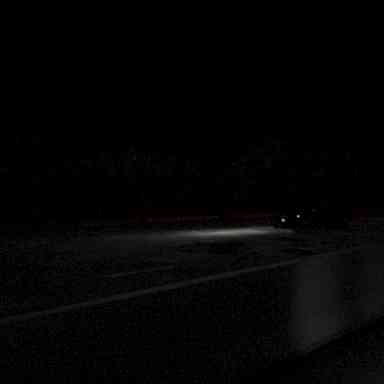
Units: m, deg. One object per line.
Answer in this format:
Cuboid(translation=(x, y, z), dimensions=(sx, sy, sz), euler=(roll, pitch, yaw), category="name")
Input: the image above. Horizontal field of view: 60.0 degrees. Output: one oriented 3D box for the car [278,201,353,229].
Cuboid(translation=(7.403, 1.328, 19.966), dimensions=(4.902, 1.511, 2.128), euler=(0, 0, -25), category="car")
